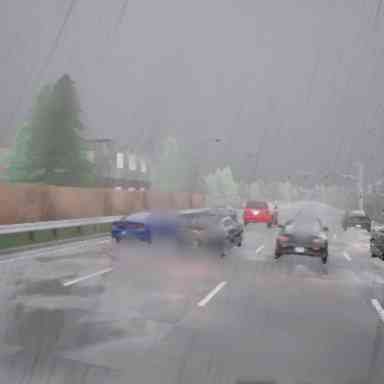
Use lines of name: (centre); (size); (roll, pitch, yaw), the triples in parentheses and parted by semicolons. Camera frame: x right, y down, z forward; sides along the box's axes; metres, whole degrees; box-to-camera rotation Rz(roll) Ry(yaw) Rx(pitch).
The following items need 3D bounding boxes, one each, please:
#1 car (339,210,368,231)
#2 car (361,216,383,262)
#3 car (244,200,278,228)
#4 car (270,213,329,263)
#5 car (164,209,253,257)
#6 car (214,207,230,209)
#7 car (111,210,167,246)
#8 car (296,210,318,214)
car: (12.596, 2.179, 25.754); (1.837, 1.490, 4.892); (1, 0, 20)
car: (7.515, 1.849, 11.608); (2.128, 1.511, 4.902); (1, -1, 20)
car: (5.619, 1.713, 27.040); (2.150, 2.045, 5.566); (1, 0, 20)
car: (4.443, 1.816, 13.393); (1.812, 1.442, 4.674); (1, 0, 20)
car: (0.932, 1.689, 13.983); (2.128, 1.511, 4.902); (1, -1, 20)
car: (2.663, 1.996, 29.159); (1.994, 1.385, 4.181); (1, -1, 20)
car: (-1.964, 1.620, 16.245); (1.882, 1.535, 5.008); (1, 0, 20)
car: (9.321, 2.160, 26.991); (1.994, 1.385, 4.181); (1, -1, 20)
